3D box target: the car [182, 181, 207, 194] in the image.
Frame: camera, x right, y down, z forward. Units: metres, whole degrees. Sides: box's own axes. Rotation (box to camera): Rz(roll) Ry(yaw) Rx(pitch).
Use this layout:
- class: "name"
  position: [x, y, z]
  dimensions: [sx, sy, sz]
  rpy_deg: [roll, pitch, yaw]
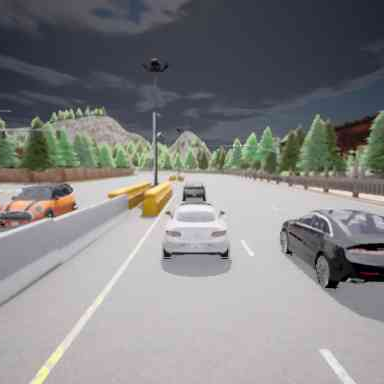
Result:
- class: "car"
  position: [0.191, -0.136, 27.287]
  dimensions: [2.128, 1.511, 4.902]
  rpy_deg: [0, 4, 0]

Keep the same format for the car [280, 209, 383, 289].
- class: "car"
  position: [3.609, 1.167, 8.249]
  dimensions: [2.128, 1.511, 4.902]
  rpy_deg: [0, 3, 0]

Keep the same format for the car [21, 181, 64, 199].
- class: "car"
  position: [-13.885, -0.244, 31.207]
  dimensions: [1.895, 1.301, 4.718]
  rpy_deg: [0, 4, 0]

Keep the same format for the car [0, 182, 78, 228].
- class: "car"
  position: [-7.064, 0.550, 15.526]
  dimensions: [2.097, 1.767, 4.553]
  rpy_deg: [0, 4, 0]

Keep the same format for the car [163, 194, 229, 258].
- class: "car"
  position: [0.112, 1.060, 10.602]
  dimensions: [1.812, 1.442, 4.674]
  rpy_deg: [0, 4, 0]

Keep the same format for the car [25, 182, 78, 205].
- class: "car"
  position: [-10.480, 0.026, 25.226]
  dimensions: [1.837, 1.490, 4.892]
  rpy_deg: [0, 3, 1]
